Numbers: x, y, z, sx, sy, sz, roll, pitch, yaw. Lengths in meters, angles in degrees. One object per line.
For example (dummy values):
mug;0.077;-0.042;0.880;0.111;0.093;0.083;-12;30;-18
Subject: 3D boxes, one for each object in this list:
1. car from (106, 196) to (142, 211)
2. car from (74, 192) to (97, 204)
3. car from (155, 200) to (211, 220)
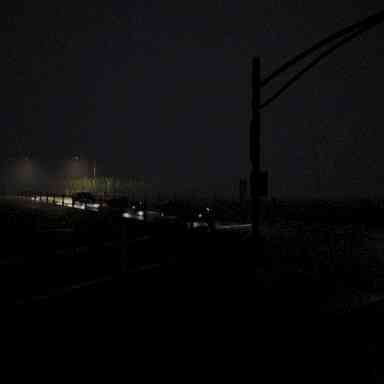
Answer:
car;-6.634;1.054;32.335;1.895;1.301;4.718;0;1;-36
car;-13.606;0.743;42.116;1.837;1.490;4.892;0;1;-35
car;-0.725;1.238;24.060;1.895;1.301;4.718;0;1;-36
